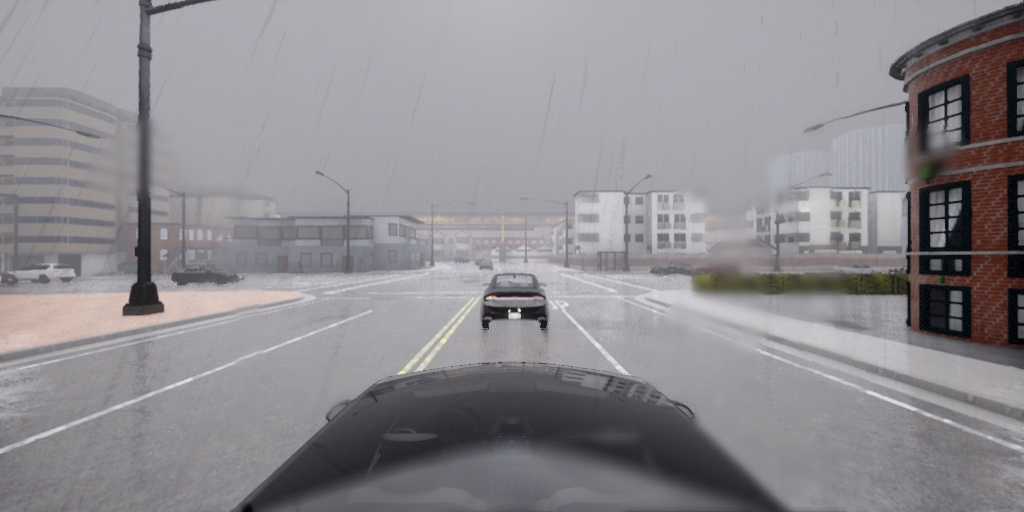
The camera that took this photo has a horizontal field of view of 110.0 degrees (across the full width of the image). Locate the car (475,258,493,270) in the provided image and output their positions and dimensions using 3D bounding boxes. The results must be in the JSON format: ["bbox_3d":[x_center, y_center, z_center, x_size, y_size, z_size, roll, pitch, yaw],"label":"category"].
[{"bbox_3d":[-3.664,1.295,51.948,2.033,1.411,5.357,0,1,0],"label":"car"}]

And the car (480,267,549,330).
[{"bbox_3d":[0.079,1.286,11.365,2.128,1.511,4.902,0,0,0],"label":"car"}]

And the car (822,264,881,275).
[{"bbox_3d":[36.401,1.517,38.535,4.718,1.301,1.895,0,0,5],"label":"car"}]

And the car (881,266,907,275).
[{"bbox_3d":[39.167,1.462,34.640,4.181,1.385,1.994,0,0,11],"label":"car"}]

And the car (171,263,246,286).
[{"bbox_3d":[-23.752,1.540,28.182,4.902,1.511,2.128,-1,0,-1],"label":"car"}]

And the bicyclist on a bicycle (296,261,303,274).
[{"bbox_3d":[-26.408,1.461,44.599,0.582,1.620,1.656,-1,0,-1],"label":"bicyclist on a bicycle"}]

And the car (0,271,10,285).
[{"bbox_3d":[-43.383,1.685,27.721,5.566,2.045,2.150,-1,0,-1],"label":"car"}]

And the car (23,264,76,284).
[{"bbox_3d":[-50.159,1.869,38.189,5.566,2.045,2.150,-1,0,-1],"label":"car"}]

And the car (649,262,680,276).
[{"bbox_3d":[17.528,1.410,39.264,4.902,1.511,2.128,0,0,1],"label":"car"}]

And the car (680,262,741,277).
[{"bbox_3d":[19.965,1.381,35.709,5.008,1.535,1.882,0,0,2],"label":"car"}]

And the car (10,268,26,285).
[{"bbox_3d":[-50.895,2.173,34.676,4.674,1.442,1.812,-1,0,-1],"label":"car"}]
